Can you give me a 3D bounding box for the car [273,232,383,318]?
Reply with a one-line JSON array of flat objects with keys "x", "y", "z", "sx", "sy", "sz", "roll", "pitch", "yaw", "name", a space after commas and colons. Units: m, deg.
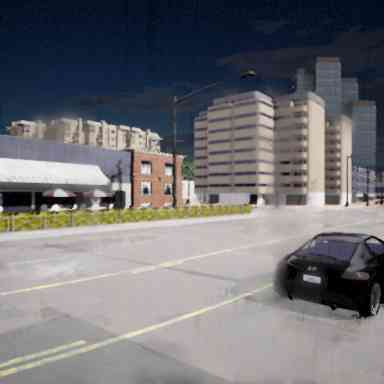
[{"x": 3.651, "y": 1.635, "z": 7.760, "sx": 1.994, "sy": 1.385, "sz": 4.181, "roll": 0, "pitch": -1, "yaw": 43, "name": "car"}]
